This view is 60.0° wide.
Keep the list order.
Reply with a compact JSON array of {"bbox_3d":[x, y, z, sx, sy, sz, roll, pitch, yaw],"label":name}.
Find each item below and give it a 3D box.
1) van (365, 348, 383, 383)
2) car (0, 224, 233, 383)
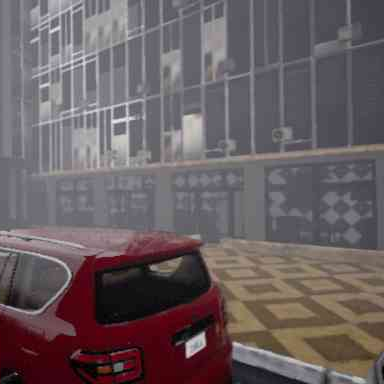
[{"bbox_3d":[2.592,1.331,0.883,3.998,1.788,1.690,0,-1,36],"label":"van"},{"bbox_3d":[-1.915,1.339,4.098,5.009,1.841,2.192,0,-1,36],"label":"car"}]
